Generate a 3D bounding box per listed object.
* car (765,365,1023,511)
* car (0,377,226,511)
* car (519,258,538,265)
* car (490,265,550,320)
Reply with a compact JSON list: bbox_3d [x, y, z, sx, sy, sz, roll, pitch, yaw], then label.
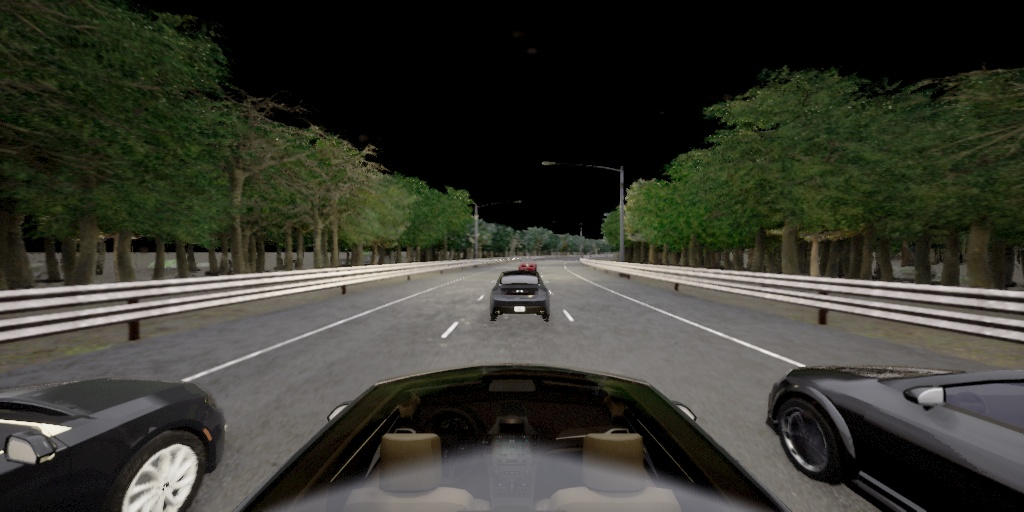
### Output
[{"bbox_3d":[3.631,1.317,2.007,1.994,1.385,4.181,0,0,0],"label":"car"},{"bbox_3d":[-3.374,1.252,1.076,1.837,1.490,4.892,0,0,0],"label":"car"},{"bbox_3d":[1.916,1.056,42.440,2.097,1.767,4.553,0,0,5],"label":"car"},{"bbox_3d":[0.282,1.249,12.553,1.837,1.490,4.892,0,0,2],"label":"car"}]
